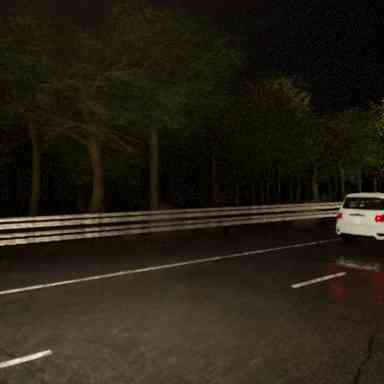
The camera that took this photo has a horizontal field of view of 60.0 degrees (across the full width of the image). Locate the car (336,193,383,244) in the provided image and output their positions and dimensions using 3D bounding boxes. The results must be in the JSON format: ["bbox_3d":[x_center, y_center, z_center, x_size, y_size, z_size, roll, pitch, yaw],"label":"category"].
[{"bbox_3d":[8.225,1.048,13.539,5.566,2.045,2.150,-1,1,-33],"label":"car"}]
